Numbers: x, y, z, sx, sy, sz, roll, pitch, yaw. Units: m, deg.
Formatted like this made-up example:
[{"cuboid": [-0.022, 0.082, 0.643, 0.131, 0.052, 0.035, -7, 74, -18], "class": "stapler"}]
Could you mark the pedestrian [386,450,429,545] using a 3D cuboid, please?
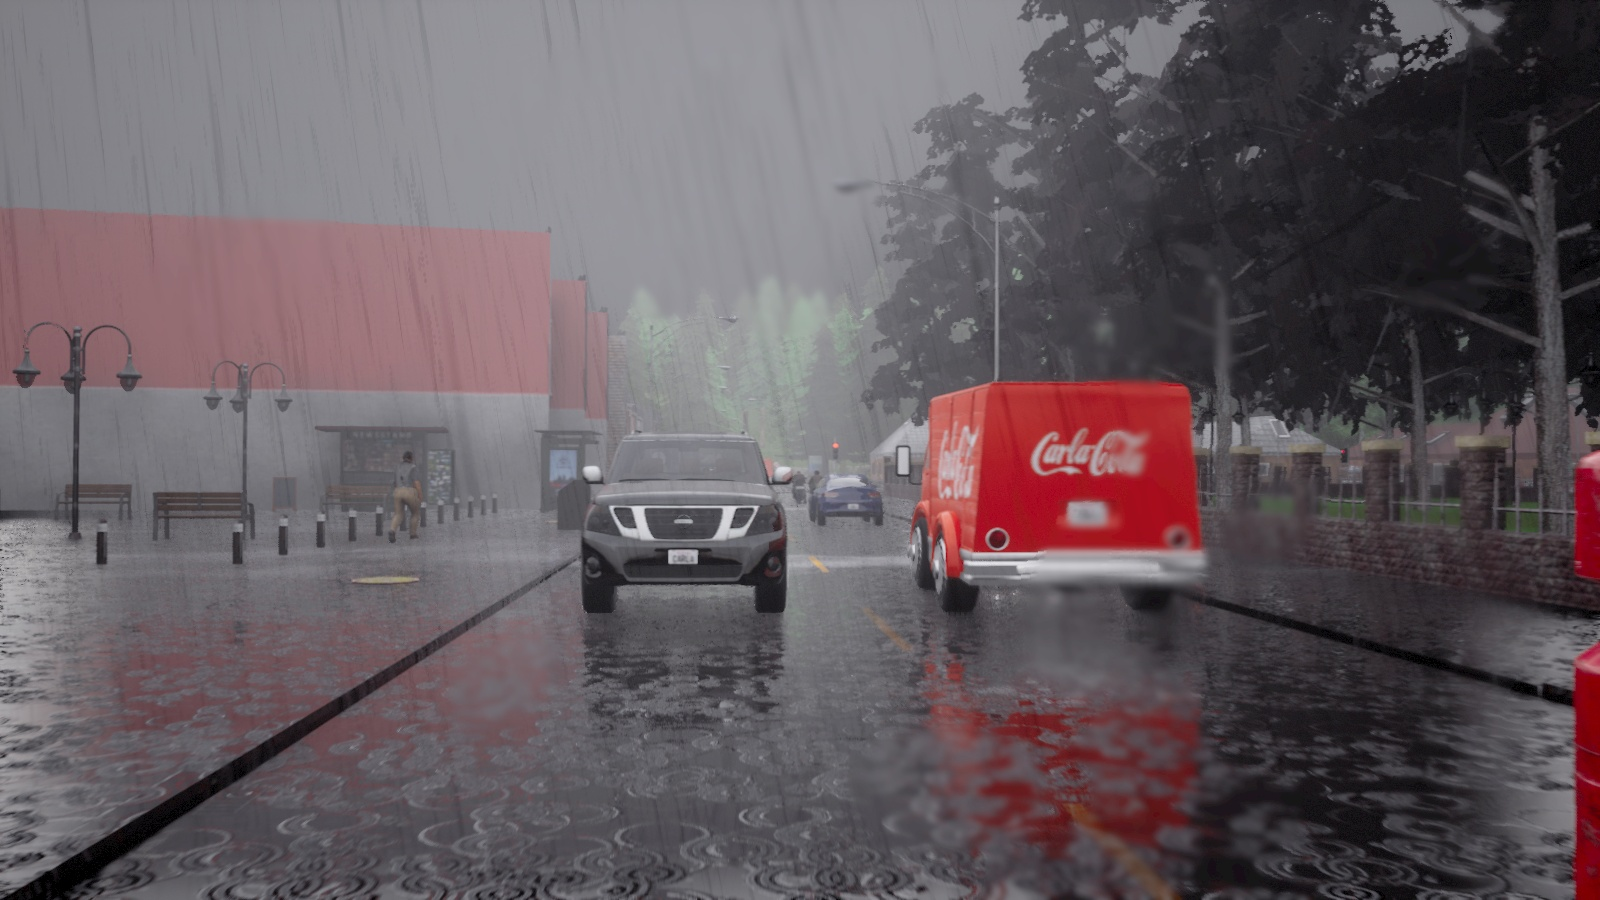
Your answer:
[{"cuboid": [-7.710, 0.924, 24.700, 0.540, 1.848, 0.694, 0, -1, 10], "class": "pedestrian"}]

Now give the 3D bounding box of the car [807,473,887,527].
[{"cuboid": [1.288, 1.383, 36.302, 1.812, 1.442, 4.674, 0, -1, -4], "class": "car"}]

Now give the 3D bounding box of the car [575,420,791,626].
[{"cuboid": [-1.347, 0.768, 15.322, 2.150, 2.045, 5.566, 0, -1, -4], "class": "car"}]

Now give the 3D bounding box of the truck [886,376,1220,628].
[{"cuboid": [2.682, 0.542, 15.007, 2.627, 2.467, 5.204, 0, -1, -4], "class": "truck"}]

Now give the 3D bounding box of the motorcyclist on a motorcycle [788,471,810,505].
[{"cuboid": [-0.065, 1.710, 56.963, 0.866, 1.530, 2.191, 0, -1, -3], "class": "motorcyclist on a motorcycle"}]
